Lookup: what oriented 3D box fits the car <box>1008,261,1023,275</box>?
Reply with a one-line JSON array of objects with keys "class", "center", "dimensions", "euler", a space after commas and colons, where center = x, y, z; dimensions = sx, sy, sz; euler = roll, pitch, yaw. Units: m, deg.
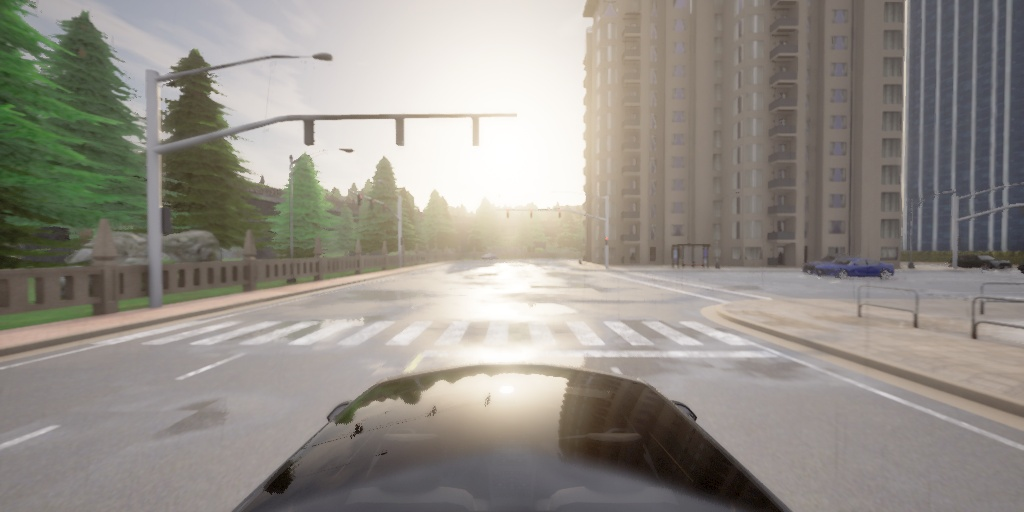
[{"class": "car", "center": [41.198, 0.619, 26.941], "dimensions": [4.892, 1.490, 1.837], "euler": [0, 1, -1]}]

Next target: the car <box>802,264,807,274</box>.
[{"class": "car", "center": [27.384, 0.757, 30.358], "dimensions": [4.553, 1.767, 2.097], "euler": [0, 1, -1]}]

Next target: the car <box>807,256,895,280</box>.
[{"class": "car", "center": [25.540, 0.933, 26.842], "dimensions": [5.008, 1.535, 1.882], "euler": [0, 1, -1]}]
